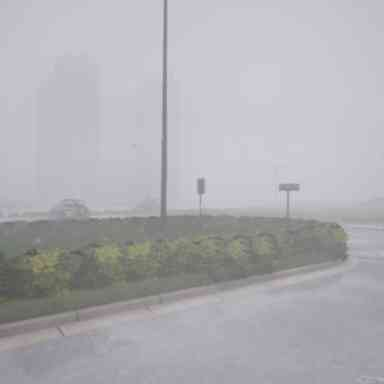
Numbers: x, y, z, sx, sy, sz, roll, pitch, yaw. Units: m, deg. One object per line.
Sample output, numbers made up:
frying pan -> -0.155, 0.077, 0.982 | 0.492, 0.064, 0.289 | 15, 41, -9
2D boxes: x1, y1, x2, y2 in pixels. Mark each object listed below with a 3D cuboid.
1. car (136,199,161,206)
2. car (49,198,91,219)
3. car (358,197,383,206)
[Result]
car -> -5.625, 1.704, 43.849 | 2.242, 1.667, 4.611 | 1, 0, -36
car -> -9.210, 1.384, 24.897 | 1.932, 1.855, 4.605 | 1, 0, -36
car -> 28.732, 1.801, 51.420 | 2.150, 2.045, 5.566 | 1, 0, -35
